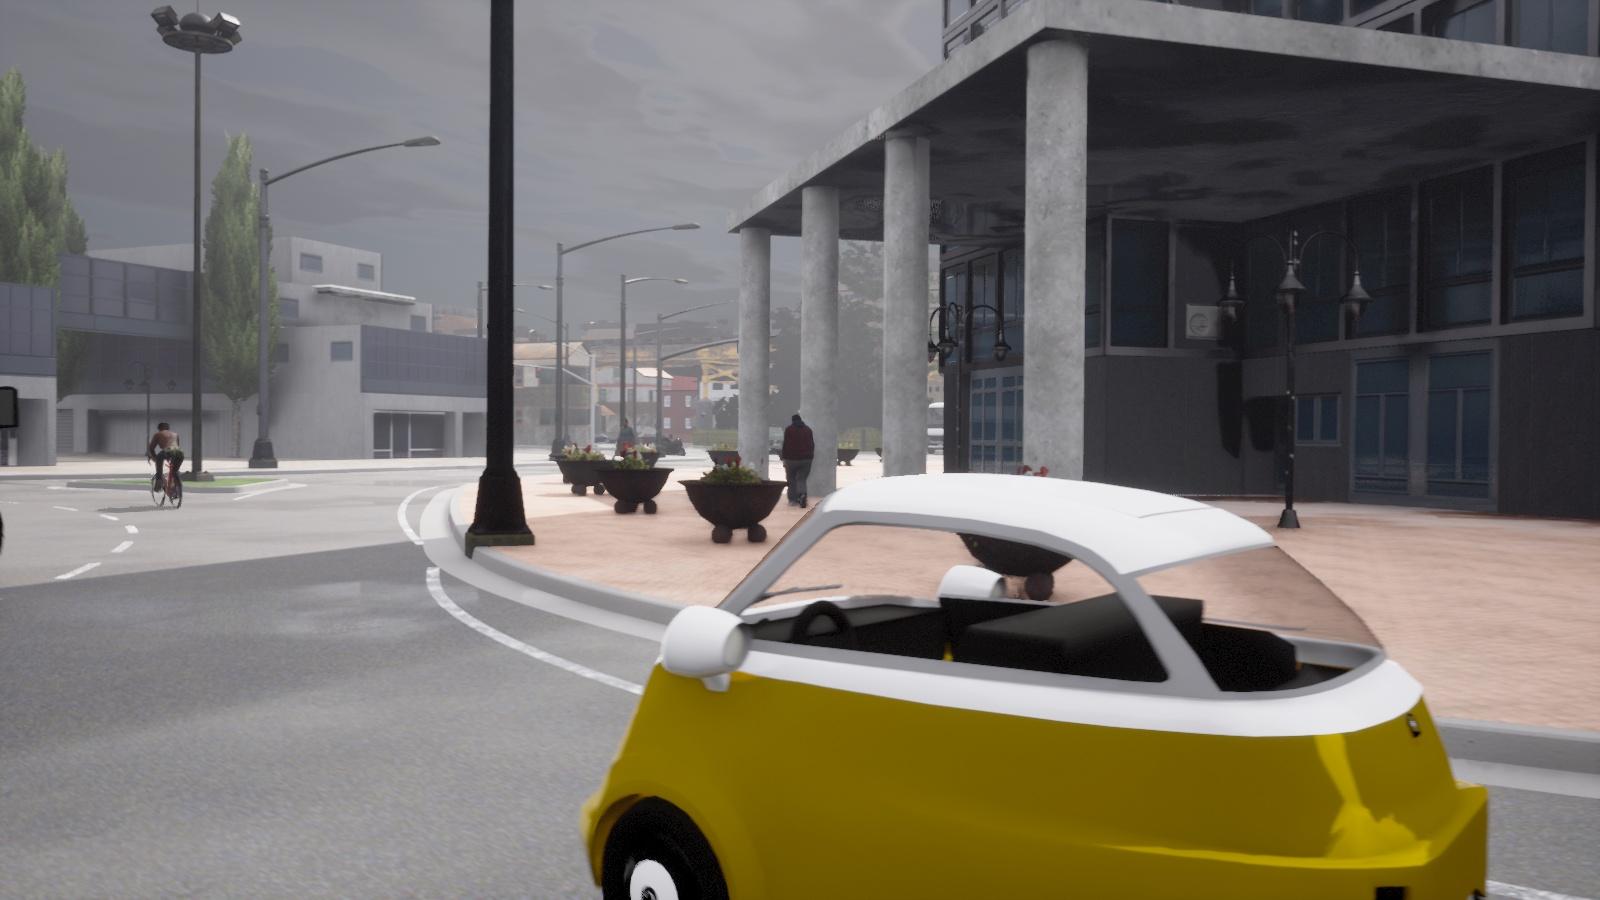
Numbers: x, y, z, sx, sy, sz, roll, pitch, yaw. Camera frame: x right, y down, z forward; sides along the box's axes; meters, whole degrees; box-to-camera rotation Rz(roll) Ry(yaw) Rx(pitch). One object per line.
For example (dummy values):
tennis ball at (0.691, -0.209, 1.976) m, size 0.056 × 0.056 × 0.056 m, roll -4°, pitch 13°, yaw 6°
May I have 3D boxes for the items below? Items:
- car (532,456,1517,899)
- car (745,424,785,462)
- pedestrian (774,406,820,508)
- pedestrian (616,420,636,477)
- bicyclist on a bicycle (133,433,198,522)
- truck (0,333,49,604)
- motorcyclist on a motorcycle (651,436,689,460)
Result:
car at (0.574, 0.737, 3.442) m, size 2.207 × 1.376 × 1.481 m, roll 1°, pitch 2°, yaw 38°
car at (-1.949, -0.385, 69.850) m, size 2.150 × 2.045 × 5.566 m, roll 0°, pitch 1°, yaw -2°
pedestrian at (-0.064, 0.123, 23.311) m, size 0.634 × 1.844 × 0.899 m, roll -1°, pitch 1°, yaw -14°
pedestrian at (-5.691, -0.053, 41.117) m, size 0.353 × 1.847 × 0.614 m, roll 0°, pitch 1°, yaw 23°
bicyclist on a bicycle at (-12.030, 0.512, 23.803) m, size 0.582 × 1.620 × 1.656 m, roll -2°, pitch 1°, yaw -45°
truck at (-8.252, 0.199, 10.225) m, size 2.627 × 2.467 × 5.204 m, roll -2°, pitch 1°, yaw -20°
motorcyclist on a motorcycle at (-8.146, -0.121, 78.781) m, size 2.191 × 1.530 × 0.866 m, roll 0°, pitch 1°, yaw 23°
